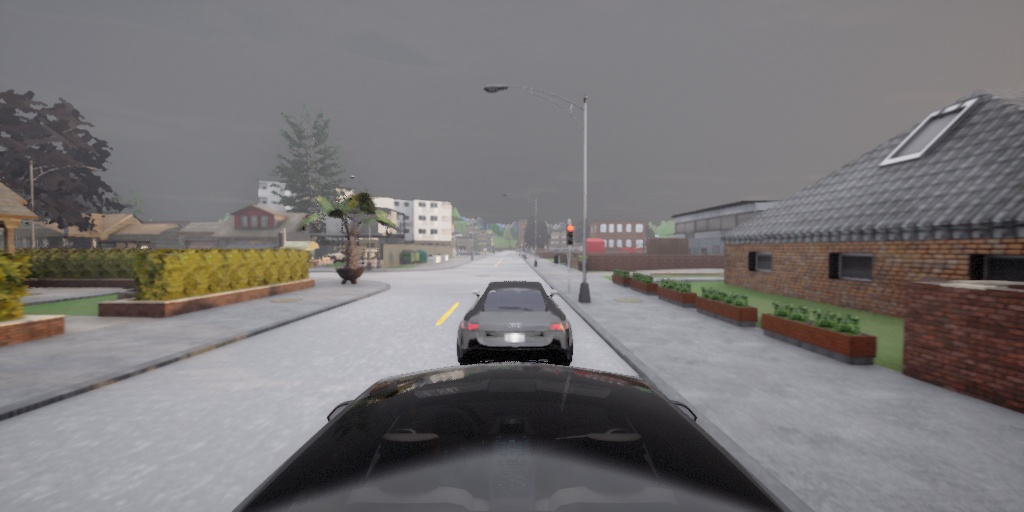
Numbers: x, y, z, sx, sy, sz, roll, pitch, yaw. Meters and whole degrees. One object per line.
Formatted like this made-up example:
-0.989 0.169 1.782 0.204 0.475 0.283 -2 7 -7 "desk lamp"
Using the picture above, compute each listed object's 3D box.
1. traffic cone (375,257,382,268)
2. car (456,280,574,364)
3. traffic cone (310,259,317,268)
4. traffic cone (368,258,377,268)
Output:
-15.387 0.749 40.956 0.344 0.586 0.344 0 0 0 "traffic cone"
0.060 1.193 7.565 1.994 1.385 4.181 0 1 0 "car"
-19.795 0.872 35.505 0.344 0.586 0.344 0 0 0 "traffic cone"
-15.748 0.765 40.387 0.344 0.586 0.344 0 0 0 "traffic cone"
